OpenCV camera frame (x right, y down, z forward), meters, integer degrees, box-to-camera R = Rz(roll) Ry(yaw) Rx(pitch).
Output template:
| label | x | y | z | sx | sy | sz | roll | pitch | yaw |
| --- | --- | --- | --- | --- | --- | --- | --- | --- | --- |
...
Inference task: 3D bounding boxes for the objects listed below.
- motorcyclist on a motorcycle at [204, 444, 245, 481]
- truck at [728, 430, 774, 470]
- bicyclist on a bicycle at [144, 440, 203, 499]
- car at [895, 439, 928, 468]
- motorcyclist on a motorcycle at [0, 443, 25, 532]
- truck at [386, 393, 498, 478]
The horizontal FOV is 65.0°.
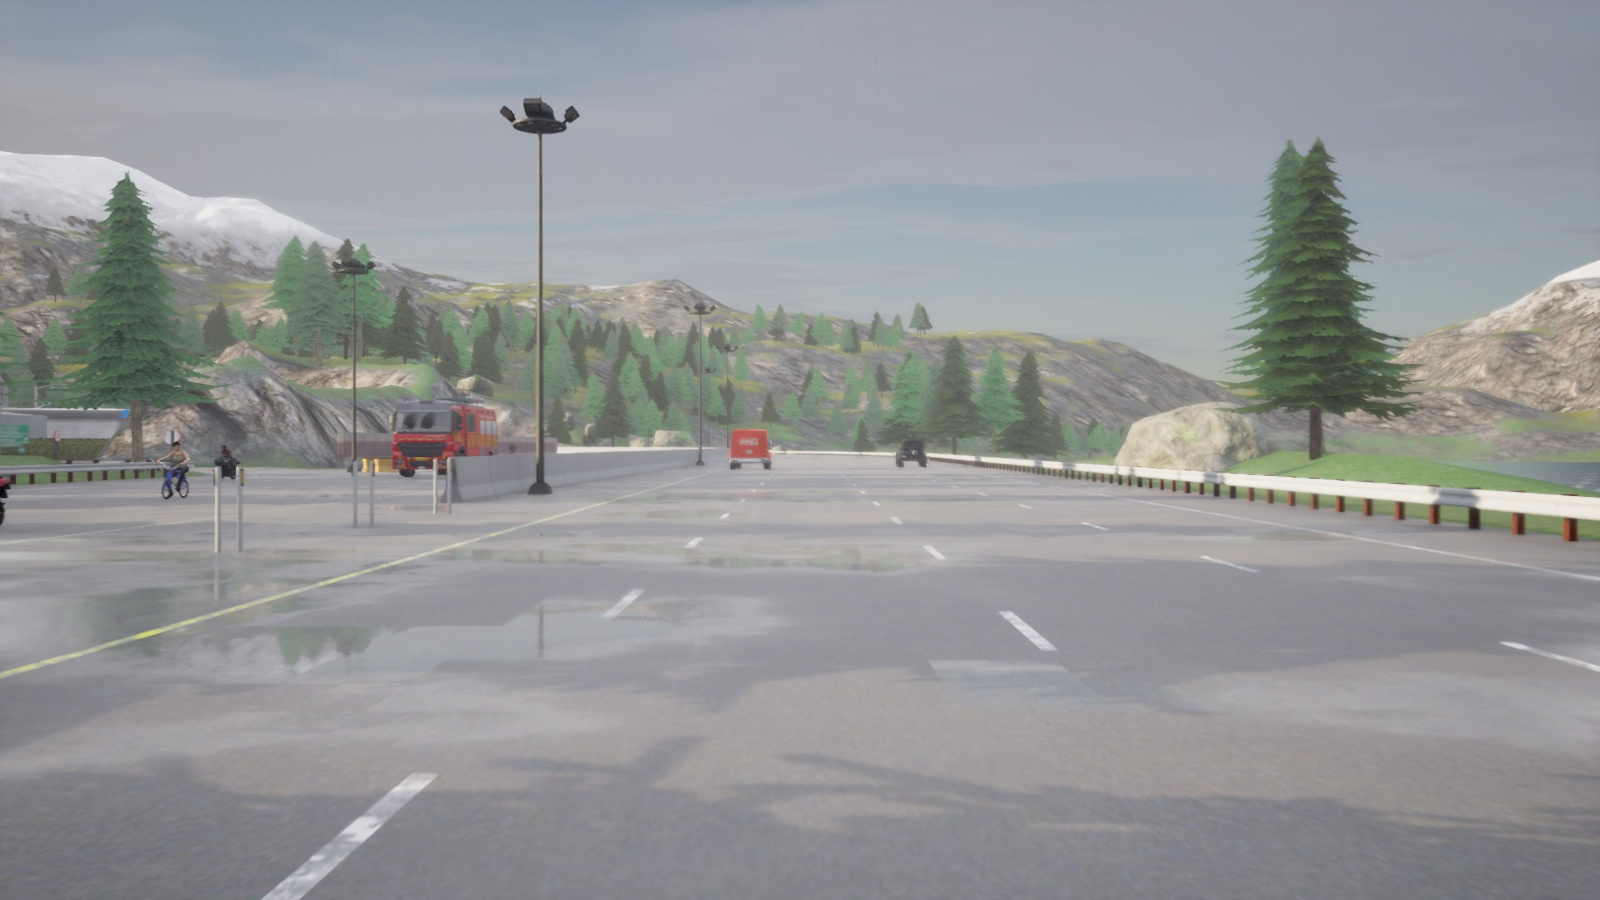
| label | x | y | z | sx | sy | sz | roll | pitch | yaw |
| --- | --- | --- | --- | --- | --- | --- | --- | --- | --- |
| motorcyclist on a motorcycle | -24.180 | 0.506 | 52.796 | 0.797 | 1.523 | 2.044 | 0 | 0 | 0 |
| truck | -3.032 | -0.038 | 78.679 | 2.627 | 2.467 | 5.204 | 0 | 1 | 0 |
| bicyclist on a bicycle | -17.432 | 0.535 | 34.967 | 0.866 | 1.612 | 1.509 | 0 | 0 | 0 |
| car | 7.504 | 0.224 | 84.958 | 1.905 | 1.878 | 3.866 | 0 | 1 | 0 |
| motorcyclist on a motorcycle | -13.973 | 0.637 | 20.957 | 0.797 | 1.523 | 2.044 | 0 | 0 | 0 |
| truck | -17.147 | -0.667 | 60.795 | 2.891 | 3.827 | 8.468 | 0 | 0 | 1 |
